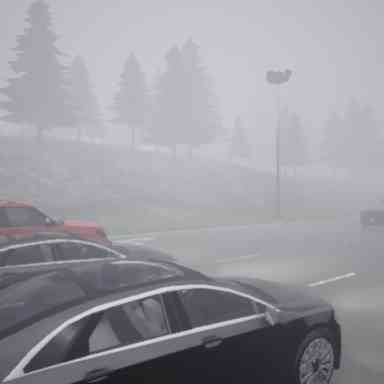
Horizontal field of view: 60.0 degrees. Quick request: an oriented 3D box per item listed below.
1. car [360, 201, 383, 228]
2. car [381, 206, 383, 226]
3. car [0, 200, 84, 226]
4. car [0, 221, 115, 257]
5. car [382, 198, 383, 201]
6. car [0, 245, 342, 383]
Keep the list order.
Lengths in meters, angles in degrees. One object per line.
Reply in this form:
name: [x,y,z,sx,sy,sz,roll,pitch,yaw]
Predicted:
car: [12.880,1.538,21.524,5.008,1.535,1.882,0,0,-35]
car: [11.701,1.542,16.384,4.902,1.511,2.128,0,0,-36]
car: [-4.947,1.226,8.814,5.566,2.045,2.150,0,0,-35]
car: [-2.490,1.496,6.269,4.902,1.511,2.128,0,0,-35]
car: [19.565,1.311,30.708,5.566,2.045,2.150,0,0,-35]
car: [-0.366,1.495,3.484,4.902,1.511,2.128,0,0,-35]
